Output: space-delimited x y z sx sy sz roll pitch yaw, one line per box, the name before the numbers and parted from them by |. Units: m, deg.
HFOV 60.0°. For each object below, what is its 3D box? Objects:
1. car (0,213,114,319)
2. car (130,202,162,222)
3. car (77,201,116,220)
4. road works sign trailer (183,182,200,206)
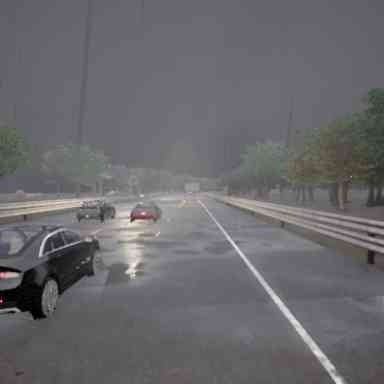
car | -3.402 1.463 7.262 2.128 1.511 4.902 0 0 0
car | -3.405 1.462 25.277 1.994 1.385 4.181 0 0 0
car | -6.907 1.393 24.375 2.128 1.511 4.902 0 0 0
road works sign trailer | -0.013 0.263 49.078 2.380 3.560 2.880 0 0 0
